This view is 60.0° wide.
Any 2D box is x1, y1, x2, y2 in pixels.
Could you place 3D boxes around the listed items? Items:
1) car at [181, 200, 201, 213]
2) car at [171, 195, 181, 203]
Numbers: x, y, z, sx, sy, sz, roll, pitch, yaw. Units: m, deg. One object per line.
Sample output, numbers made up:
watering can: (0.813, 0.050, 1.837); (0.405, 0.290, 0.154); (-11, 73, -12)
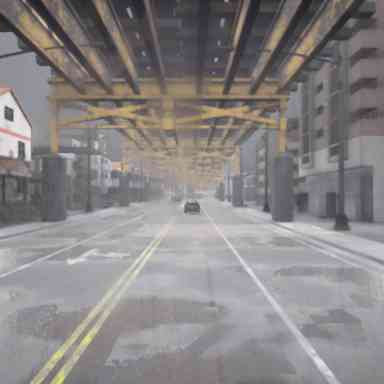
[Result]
car: (0.034, 1.791, 42.078); (2.128, 1.511, 4.902); (0, 0, 0)
car: (-3.448, 1.461, 74.641); (2.097, 1.767, 4.553); (0, 0, 0)
